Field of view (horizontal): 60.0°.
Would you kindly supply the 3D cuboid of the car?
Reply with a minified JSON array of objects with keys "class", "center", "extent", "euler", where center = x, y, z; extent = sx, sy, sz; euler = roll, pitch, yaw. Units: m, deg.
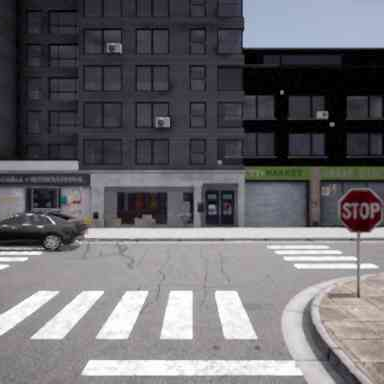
[{"class":"car","center":[-6.779,1.571,13.681],"extent":[4.892,1.490,1.837],"euler":[0,0,0]}]
